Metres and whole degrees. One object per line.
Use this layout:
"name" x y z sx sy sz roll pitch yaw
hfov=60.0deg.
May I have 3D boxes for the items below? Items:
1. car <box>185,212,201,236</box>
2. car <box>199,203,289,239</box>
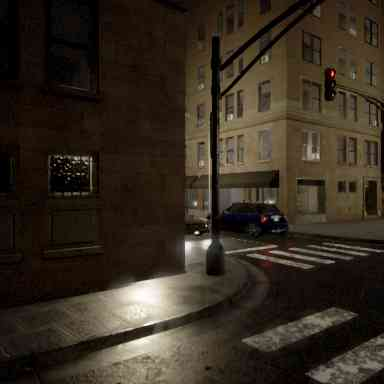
"car" -1.318 1.515 17.734 2.033 1.411 5.357 0 0 -36
"car" 2.737 1.328 17.483 2.097 1.767 4.553 0 0 -37
